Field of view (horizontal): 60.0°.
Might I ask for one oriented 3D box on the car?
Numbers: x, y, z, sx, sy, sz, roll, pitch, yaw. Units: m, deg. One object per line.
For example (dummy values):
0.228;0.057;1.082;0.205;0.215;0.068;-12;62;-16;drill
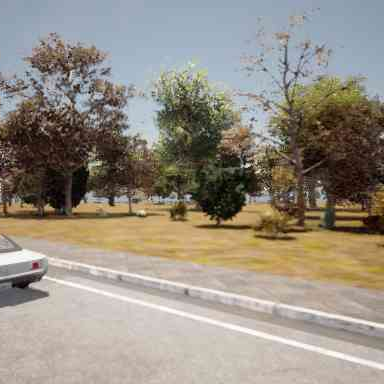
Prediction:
-5.568;1.603;7.923;4.718;1.301;1.895;0;0;35;car
